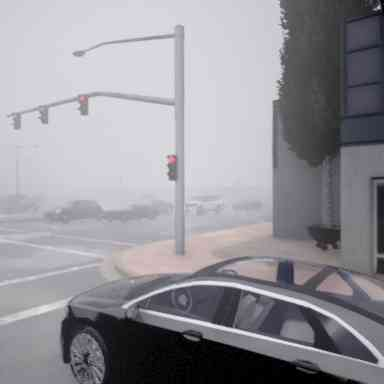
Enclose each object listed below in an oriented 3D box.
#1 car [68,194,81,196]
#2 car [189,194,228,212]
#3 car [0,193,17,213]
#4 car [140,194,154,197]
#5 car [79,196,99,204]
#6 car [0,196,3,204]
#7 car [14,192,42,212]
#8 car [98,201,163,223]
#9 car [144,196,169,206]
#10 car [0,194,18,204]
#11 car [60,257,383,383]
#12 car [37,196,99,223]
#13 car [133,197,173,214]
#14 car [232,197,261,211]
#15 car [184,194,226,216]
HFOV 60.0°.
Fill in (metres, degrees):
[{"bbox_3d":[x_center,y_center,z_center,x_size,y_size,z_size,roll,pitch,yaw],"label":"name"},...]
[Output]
[{"bbox_3d":[-21.981,1.302,63.259,4.605,1.855,1.932,0,0,35],"label":"car"},{"bbox_3d":[2.154,1.282,41.683,2.150,2.045,5.566,0,0,37],"label":"car"},{"bbox_3d":[-20.710,1.254,34.783,4.605,1.855,1.932,0,0,35],"label":"car"},{"bbox_3d":[-7.675,1.257,53.145,3.866,1.878,1.905,0,0,35],"label":"car"},{"bbox_3d":[-20.253,1.512,65.585,3.905,1.438,1.784,0,0,35],"label":"car"},{"bbox_3d":[-38.989,1.553,65.221,3.905,1.438,1.784,0,0,35],"label":"car"},{"bbox_3d":[-18.992,1.257,37.113,3.866,1.878,1.905,0,0,35],"label":"car"},{"bbox_3d":[-4.796,1.653,26.510,1.895,1.301,4.718,0,0,36],"label":"car"},{"bbox_3d":[-5.991,1.496,55.500,3.806,1.475,1.970,0,0,35],"label":"car"},{"bbox_3d":[-37.478,1.343,67.439,4.605,1.855,1.932,0,0,35],"label":"car"},{"bbox_3d":[0.544,1.496,3.605,4.902,1.511,2.128,0,0,36],"label":"car"},{"bbox_3d":[-9.295,1.414,26.284,2.097,1.767,4.553,0,0,36],"label":"car"},{"bbox_3d":[-3.956,1.539,33.515,1.882,1.535,5.008,0,0,37],"label":"car"},{"bbox_3d":[6.958,1.651,42.248,1.895,1.301,4.718,0,0,37],"label":"car"},{"bbox_3d":[1.026,1.273,34.344,2.150,2.045,5.566,0,0,37],"label":"car"}]
